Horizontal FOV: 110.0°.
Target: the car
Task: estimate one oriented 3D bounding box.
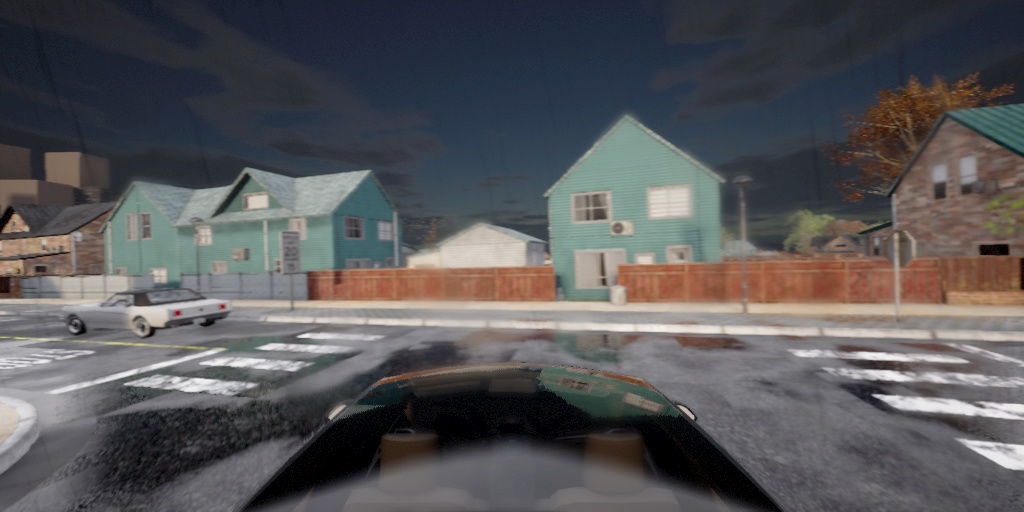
[{"bbox_3d":[-11.392,1.688,11.186,4.718,1.301,1.895,-2,0,15],"label":"car"}]
